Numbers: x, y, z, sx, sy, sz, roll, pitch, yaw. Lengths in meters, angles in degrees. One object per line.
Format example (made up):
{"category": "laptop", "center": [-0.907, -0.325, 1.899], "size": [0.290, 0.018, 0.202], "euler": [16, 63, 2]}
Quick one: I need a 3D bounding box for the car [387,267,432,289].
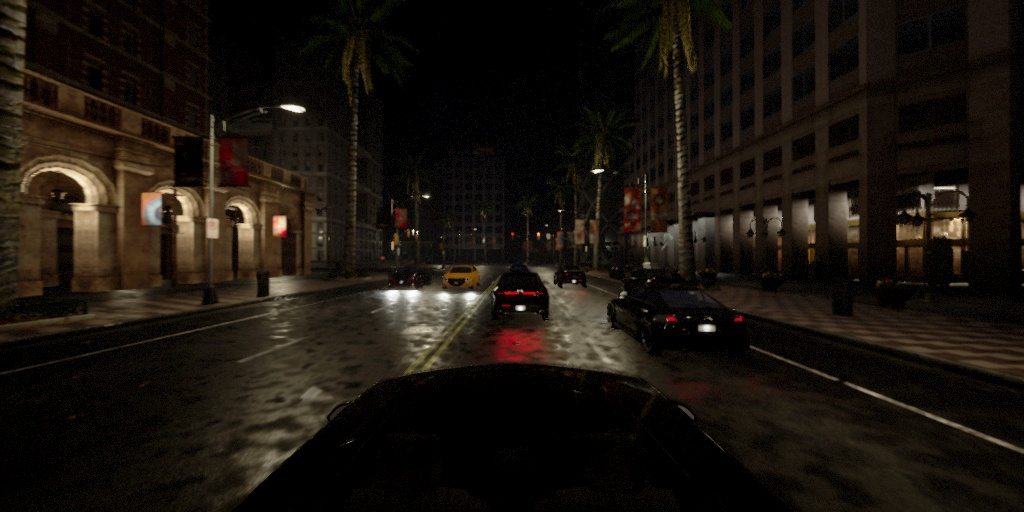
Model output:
{"category": "car", "center": [-6.710, 1.409, 23.849], "size": [1.994, 1.385, 4.181], "euler": [0, 0, 1]}

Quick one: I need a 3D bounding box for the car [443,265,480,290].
{"category": "car", "center": [-3.218, 1.326, 23.508], "size": [1.882, 1.535, 5.008], "euler": [0, 0, 1]}

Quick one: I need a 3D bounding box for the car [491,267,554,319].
{"category": "car", "center": [0.289, 1.308, 12.975], "size": [1.837, 1.490, 4.892], "euler": [0, -1, 1]}

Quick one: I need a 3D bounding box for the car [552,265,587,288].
{"category": "car", "center": [3.978, 1.373, 25.178], "size": [1.837, 1.490, 4.892], "euler": [0, 0, 1]}

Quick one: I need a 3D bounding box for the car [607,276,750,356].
{"category": "car", "center": [3.724, 1.353, 8.800], "size": [1.994, 1.385, 4.181], "euler": [0, 0, 1]}

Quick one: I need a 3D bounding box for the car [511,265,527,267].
{"category": "car", "center": [0.530, 1.405, 28.715], "size": [1.812, 1.442, 4.674], "euler": [0, 0, 0]}
